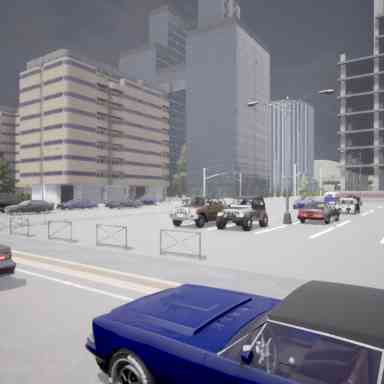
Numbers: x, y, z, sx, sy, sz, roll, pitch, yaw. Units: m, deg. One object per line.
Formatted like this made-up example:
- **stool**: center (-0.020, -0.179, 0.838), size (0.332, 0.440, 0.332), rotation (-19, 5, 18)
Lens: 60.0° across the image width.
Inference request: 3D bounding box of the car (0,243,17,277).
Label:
- **car**: center (-6.724, 1.547, 8.707), size (5.357, 1.411, 2.033), rotation (0, 0, 35)

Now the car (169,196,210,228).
- **car**: center (0.645, 1.153, 20.945), size (1.932, 1.855, 4.605), rotation (0, 0, 34)

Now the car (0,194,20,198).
- **car**: center (-20.259, 1.222, 34.031), size (2.150, 2.045, 5.566), rotation (0, 0, 34)

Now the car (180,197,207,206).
- **car**: center (0.290, 1.548, 58.227), size (2.033, 1.411, 5.357), rotation (0, 0, 34)

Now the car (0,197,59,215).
- **car**: center (-16.312, 1.526, 33.593), size (1.812, 1.442, 4.674), rotation (0, 0, 34)

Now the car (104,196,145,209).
- **car**: center (-9.118, 1.548, 44.345), size (2.033, 1.411, 5.357), rotation (0, 0, 34)

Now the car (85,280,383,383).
- **car**: center (1.120, 1.601, 3.191), size (4.718, 1.301, 1.895), rotation (0, 0, 35)

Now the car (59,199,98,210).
- **car**: center (-14.549, 1.547, 42.539), size (2.033, 1.411, 5.357), rotation (0, 0, 34)

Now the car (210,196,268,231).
- **car**: center (3.012, 1.156, 19.279), size (1.905, 1.878, 3.866), rotation (0, 0, 34)

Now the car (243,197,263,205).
- **car**: center (11.358, 1.601, 61.948), size (1.895, 1.301, 4.718), rotation (0, 0, 35)

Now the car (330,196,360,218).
- **car**: center (15.038, 1.395, 32.232), size (1.970, 1.475, 3.806), rotation (0, 0, 34)

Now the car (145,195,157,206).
- **car**: center (-7.686, 1.352, 52.651), size (2.097, 1.767, 4.553), rotation (0, 0, 37)
